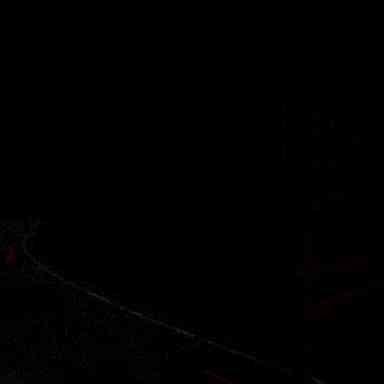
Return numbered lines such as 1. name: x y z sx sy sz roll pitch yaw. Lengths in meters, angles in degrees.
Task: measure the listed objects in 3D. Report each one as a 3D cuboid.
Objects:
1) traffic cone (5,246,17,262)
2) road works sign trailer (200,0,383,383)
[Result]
1. traffic cone: -7.018 2.378 12.930 0.340 0.580 0.340 -1 -2 45
2. road works sign trailer: 1.167 0.654 2.658 2.380 3.560 2.880 5 -4 -44
